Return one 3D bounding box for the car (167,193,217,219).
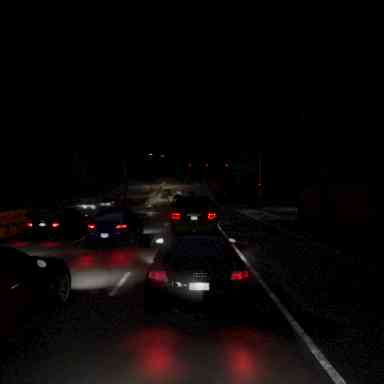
[{"bbox_3d":[0.089,1.221,17.022,2.150,2.045,5.566,0,0,0],"label":"car"}]

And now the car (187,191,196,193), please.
[{"bbox_3d":[-0.169,0.687,88.380,2.150,2.045,5.566,0,4,0],"label":"car"}]

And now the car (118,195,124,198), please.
[{"bbox_3d":[-17.617,1.453,79.924,1.895,1.301,4.718,0,1,0],"label":"car"}]

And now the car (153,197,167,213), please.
[{"bbox_3d":[-1.689,1.547,37.459,5.357,1.411,2.033,0,0,-17],"label":"car"}]

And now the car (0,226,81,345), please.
[{"bbox_3d":[-3.407,1.526,5.032,1.812,1.442,4.674,0,0,0],"label":"car"}]

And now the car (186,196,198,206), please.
[{"bbox_3d":[-0.042,1.477,54.694,1.882,1.535,5.008,-1,0,-1],"label":"car"}]

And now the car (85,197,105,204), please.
[{"bbox_3d":[-17.599,1.601,59.453,1.895,1.301,4.718,0,0,0],"label":"car"}]

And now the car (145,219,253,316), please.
[{"bbox_3d":[0.101,1.564,7.618,1.994,1.385,4.181,0,0,-1],"label":"car"}]

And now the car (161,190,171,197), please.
[{"bbox_3d":[-7.161,1.070,87.097,1.812,1.442,4.674,0,3,0],"label":"car"}]

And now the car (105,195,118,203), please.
[{"bbox_3d":[-17.556,1.595,69.650,1.895,1.301,4.718,0,0,0],"label":"car"}]

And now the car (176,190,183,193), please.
[{"bbox_3d":[-3.661,1.070,87.119,1.812,1.442,4.674,0,3,0],"label":"car"}]

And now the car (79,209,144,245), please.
[{"bbox_3d":[-3.410,1.526,15.305,1.812,1.442,4.674,0,0,0],"label":"car"}]

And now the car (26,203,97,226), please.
[{"bbox_3d":[-6.902,1.547,17.756,2.033,1.411,5.357,0,0,-1],"label":"car"}]
